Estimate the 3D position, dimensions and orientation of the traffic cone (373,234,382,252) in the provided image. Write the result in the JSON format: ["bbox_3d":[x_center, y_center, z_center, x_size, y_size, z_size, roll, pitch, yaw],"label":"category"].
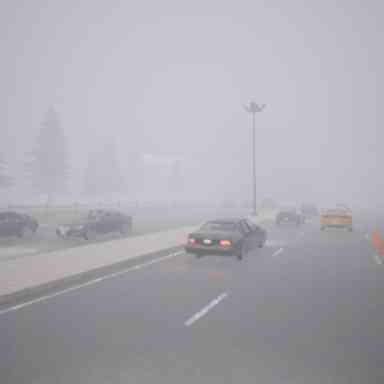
[{"bbox_3d":[7.730,2.137,13.633,0.340,0.580,0.340,0,-1,25],"label":"traffic cone"}]

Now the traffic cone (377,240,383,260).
[{"bbox_3d":[6.880,2.113,11.823,0.340,0.580,0.340,0,-1,25],"label":"traffic cone"}]

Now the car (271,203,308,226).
[{"bbox_3d":[7.992,1.871,26.911,1.812,1.442,4.674,0,-1,25],"label":"car"}]

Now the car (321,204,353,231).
[{"bbox_3d":[10.117,1.780,23.219,1.882,1.535,5.008,0,-1,25],"label":"car"}]

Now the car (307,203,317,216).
[{"bbox_3d":[13.704,2.055,39.396,2.033,1.411,5.357,0,-1,24],"label":"car"}]

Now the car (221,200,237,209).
[{"bbox_3d":[6.905,2.276,61.424,1.837,1.490,4.892,0,-1,24],"label":"car"}]

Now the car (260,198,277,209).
[{"bbox_3d":[13.793,2.018,59.673,2.150,2.045,5.566,0,-1,24],"label":"car"}]

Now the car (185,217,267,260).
[{"bbox_3d":[1.564,1.714,13.236,2.033,1.411,5.357,0,-1,25],"label":"car"}]

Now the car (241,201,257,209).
[{"bbox_3d":[10.468,2.313,60.811,2.033,1.411,5.357,0,-1,24],"label":"car"}]

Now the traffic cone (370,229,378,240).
[{"bbox_3d":[8.580,2.160,15.443,0.340,0.580,0.340,0,-1,25],"label":"traffic cone"}]

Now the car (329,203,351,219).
[{"bbox_3d":[16.153,2.020,36.283,2.033,1.411,5.357,0,-1,24],"label":"car"}]

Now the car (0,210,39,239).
[{"bbox_3d":[-9.937,1.692,16.277,1.837,1.490,4.892,0,-1,25],"label":"car"}]

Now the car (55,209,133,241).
[{"bbox_3d":[-5.164,1.709,18.205,2.128,1.511,4.902,0,-1,25],"label":"car"}]
